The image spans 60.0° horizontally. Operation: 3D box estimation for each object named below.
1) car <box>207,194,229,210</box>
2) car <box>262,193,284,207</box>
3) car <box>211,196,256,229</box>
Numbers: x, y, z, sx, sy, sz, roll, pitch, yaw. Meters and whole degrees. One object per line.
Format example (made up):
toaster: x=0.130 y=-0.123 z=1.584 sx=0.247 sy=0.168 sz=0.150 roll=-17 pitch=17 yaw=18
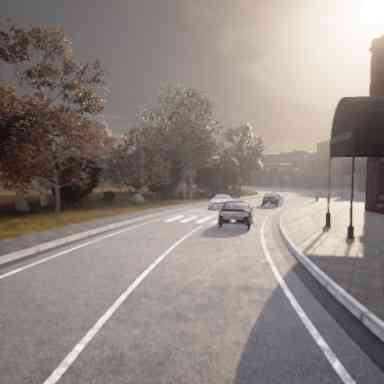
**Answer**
car: x=2.978 y=0.970 z=33.318 sx=1.812 sy=1.442 sz=4.674 roll=2 pitch=2 yaw=21
car: x=9.563 y=0.905 z=39.269 sx=1.837 sy=1.490 sz=4.892 roll=2 pitch=2 yaw=24
car: x=2.730 y=1.277 z=20.059 sx=2.128 sy=1.511 sz=4.902 roll=1 pitch=1 yaw=13
